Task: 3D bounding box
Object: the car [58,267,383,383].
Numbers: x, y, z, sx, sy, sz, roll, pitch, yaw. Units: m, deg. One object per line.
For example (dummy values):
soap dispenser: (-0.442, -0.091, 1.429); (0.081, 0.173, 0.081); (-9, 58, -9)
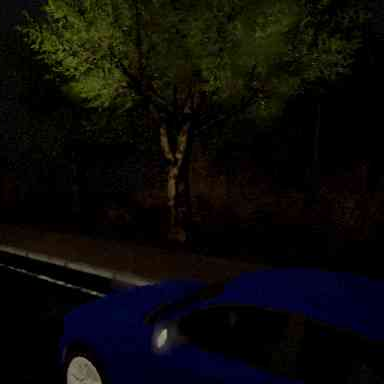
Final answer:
car: (0.830, 1.461, 2.964); (5.008, 1.535, 1.882); (1, 1, 35)
